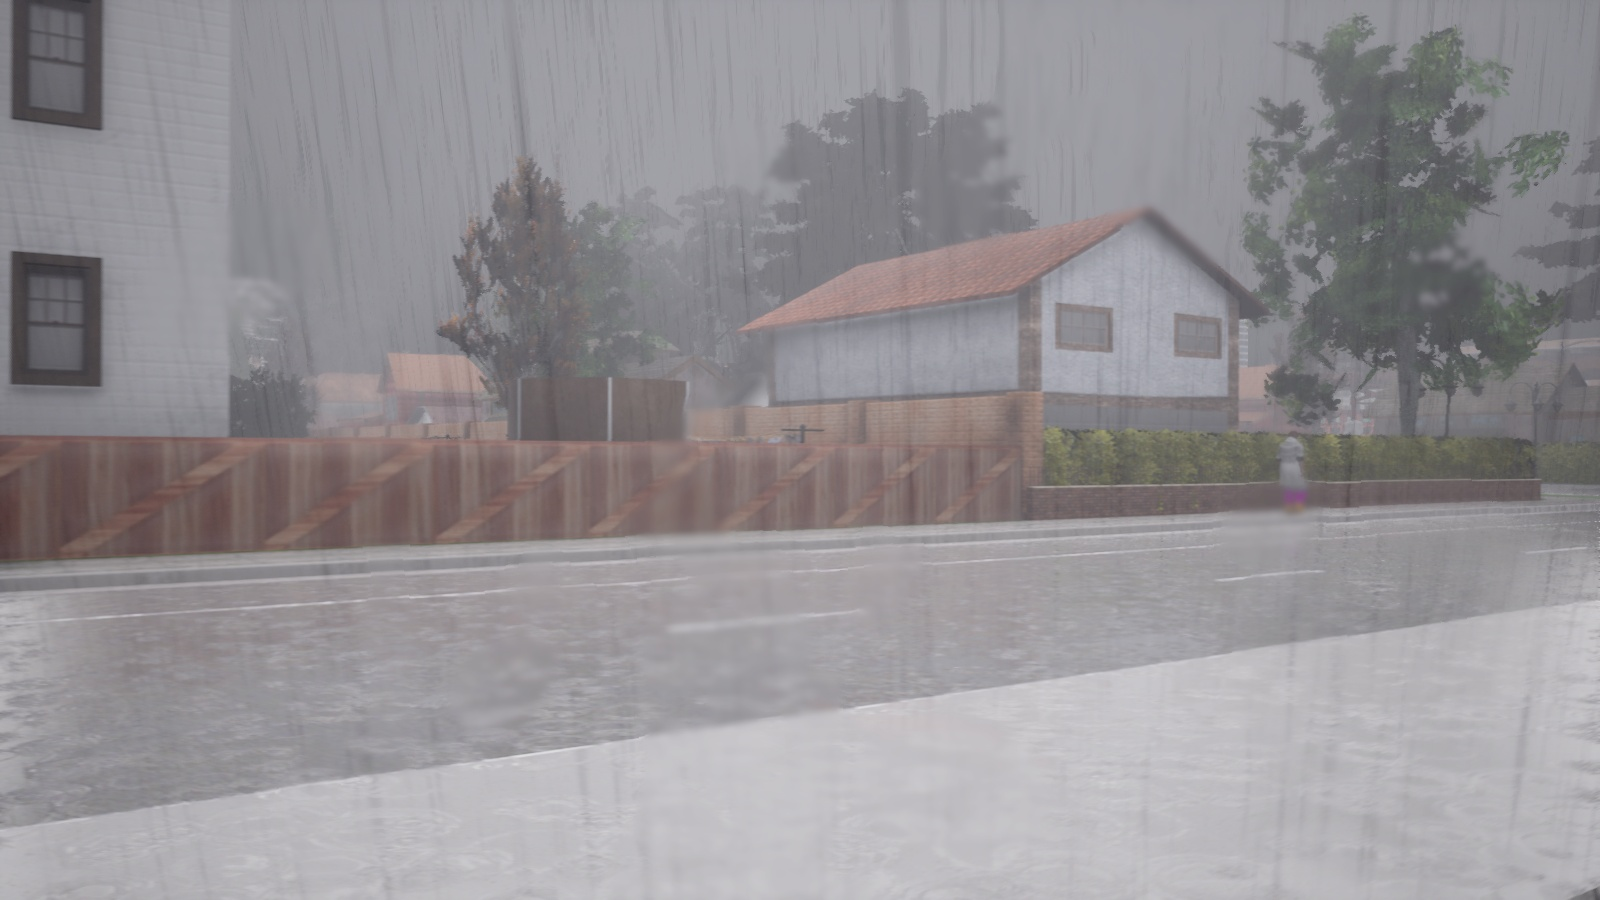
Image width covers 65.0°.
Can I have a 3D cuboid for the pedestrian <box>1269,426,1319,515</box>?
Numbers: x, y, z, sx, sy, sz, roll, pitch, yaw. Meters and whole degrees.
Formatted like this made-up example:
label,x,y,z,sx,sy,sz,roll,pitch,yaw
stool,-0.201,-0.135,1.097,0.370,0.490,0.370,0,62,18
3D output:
label,x,y,z,sx,sy,sz,roll,pitch,yaw
pedestrian,10.952,0.445,27.828,0.873,1.952,0.659,0,0,-36
